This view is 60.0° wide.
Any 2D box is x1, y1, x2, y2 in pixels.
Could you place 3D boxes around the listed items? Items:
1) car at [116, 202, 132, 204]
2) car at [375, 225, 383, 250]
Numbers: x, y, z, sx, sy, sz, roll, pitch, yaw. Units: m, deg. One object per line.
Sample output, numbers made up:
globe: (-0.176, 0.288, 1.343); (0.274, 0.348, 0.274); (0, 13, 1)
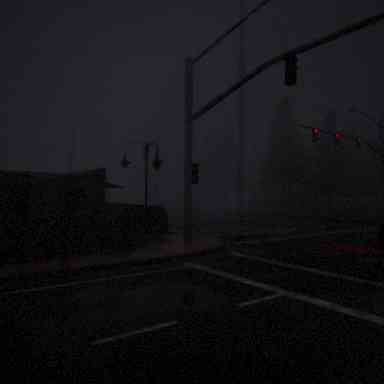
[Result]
car: (-6.430, 1.653, 31.441); (2.033, 1.411, 5.357); (1, 0, -37)
car: (8.759, 1.631, 10.957); (1.837, 1.490, 4.892); (1, 0, -35)
